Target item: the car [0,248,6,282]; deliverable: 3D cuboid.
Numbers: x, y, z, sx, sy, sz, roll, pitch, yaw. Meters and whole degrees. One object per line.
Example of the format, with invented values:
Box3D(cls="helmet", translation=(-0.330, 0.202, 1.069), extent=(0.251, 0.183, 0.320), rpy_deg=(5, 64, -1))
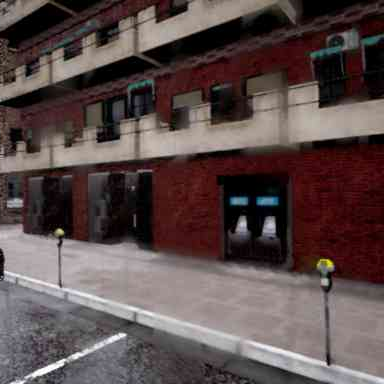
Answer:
Box3D(cls="car", translation=(-6.311, 1.488, 7.938), extent=(4.892, 1.490, 1.837), rpy_deg=(0, 0, 36))
